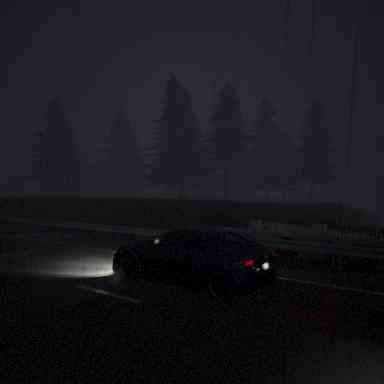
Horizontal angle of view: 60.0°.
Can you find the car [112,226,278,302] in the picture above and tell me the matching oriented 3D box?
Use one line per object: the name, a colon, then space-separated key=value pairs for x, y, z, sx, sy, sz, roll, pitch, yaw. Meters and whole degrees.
car: x=-0.037 y=1.558 z=8.317 sx=4.181 sy=1.385 sz=1.994 roll=0 pitch=0 yaw=35
